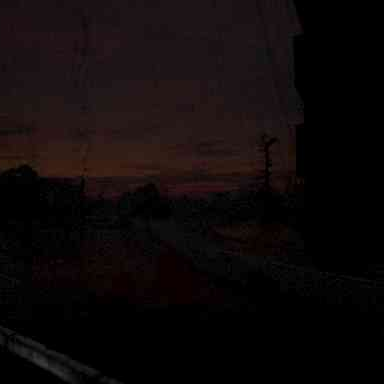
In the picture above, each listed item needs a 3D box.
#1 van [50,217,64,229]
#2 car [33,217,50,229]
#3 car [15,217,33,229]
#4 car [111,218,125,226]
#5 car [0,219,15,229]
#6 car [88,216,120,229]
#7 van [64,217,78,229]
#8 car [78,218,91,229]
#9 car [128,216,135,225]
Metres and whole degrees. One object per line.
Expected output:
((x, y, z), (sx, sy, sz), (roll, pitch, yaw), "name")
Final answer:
((-24.024, 5.047, 54.559), (4.442, 1.987, 1.878), (0, -6, 5), "van")
((-25.609, 4.982, 51.834), (5.366, 1.575, 1.946), (0, -6, 5), "car")
((-26.708, 4.737, 49.091), (4.674, 1.452, 2.002), (0, -6, 5), "car")
((-20.268, 8.212, 91.717), (1.946, 1.575, 5.366), (0, 1, 10), "car")
((-27.973, 4.449, 46.355), (4.674, 1.452, 2.002), (0, -6, 5), "car")
((-17.769, 6.458, 68.185), (5.566, 2.045, 2.435), (0, -6, 5), "car")
((-22.744, 5.335, 57.289), (4.442, 1.987, 1.878), (0, -6, 5), "van")
((-21.576, 5.848, 59.990), (4.892, 1.521, 2.231), (0, -6, 5), "car")
((-17.817, 8.273, 89.884), (2.163, 1.488, 4.792), (0, 1, 10), "car")
